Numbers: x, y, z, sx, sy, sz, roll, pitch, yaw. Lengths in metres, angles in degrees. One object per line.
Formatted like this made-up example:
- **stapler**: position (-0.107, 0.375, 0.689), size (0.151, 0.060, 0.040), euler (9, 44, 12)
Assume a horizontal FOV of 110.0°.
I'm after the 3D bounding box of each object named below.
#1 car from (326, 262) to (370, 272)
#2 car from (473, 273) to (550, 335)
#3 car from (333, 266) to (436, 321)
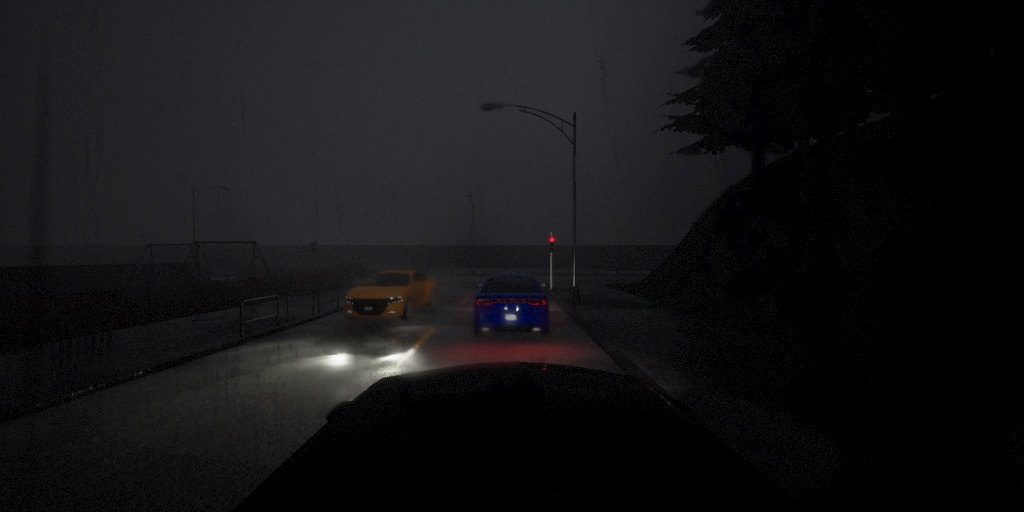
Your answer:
- **car**: position (-13.240, 1.255, 30.599), size (4.892, 1.490, 1.837), euler (0, 0, 0)
- **car**: position (-0.004, 1.228, 10.492), size (1.882, 1.535, 5.008), euler (0, 0, 0)
- **car**: position (-4.067, 1.227, 12.712), size (1.882, 1.535, 5.008), euler (0, 0, 1)
